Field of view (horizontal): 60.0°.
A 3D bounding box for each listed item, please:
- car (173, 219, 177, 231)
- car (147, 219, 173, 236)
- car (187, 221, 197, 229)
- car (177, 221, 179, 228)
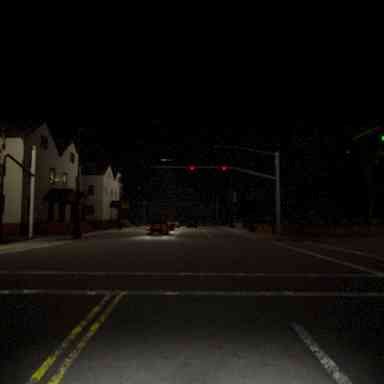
[{"bbox_3d":[-3.586,4.839,46.675,1.994,1.385,4.181,0,-4,0],"label":"car"},{"bbox_3d":[-3.592,3.779,36.132,2.097,1.767,4.553,0,-5,0],"label":"car"},{"bbox_3d":[-0.005,5.943,60.565,2.033,1.411,5.357,0,-5,0],"label":"car"},{"bbox_3d":[-3.542,5.888,62.313,2.097,1.767,4.553,0,-5,0],"label":"car"}]
